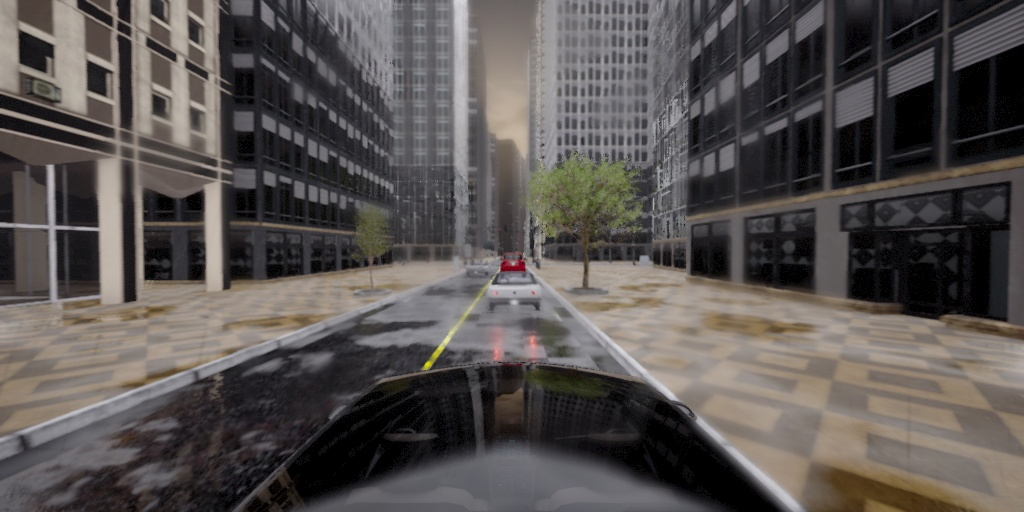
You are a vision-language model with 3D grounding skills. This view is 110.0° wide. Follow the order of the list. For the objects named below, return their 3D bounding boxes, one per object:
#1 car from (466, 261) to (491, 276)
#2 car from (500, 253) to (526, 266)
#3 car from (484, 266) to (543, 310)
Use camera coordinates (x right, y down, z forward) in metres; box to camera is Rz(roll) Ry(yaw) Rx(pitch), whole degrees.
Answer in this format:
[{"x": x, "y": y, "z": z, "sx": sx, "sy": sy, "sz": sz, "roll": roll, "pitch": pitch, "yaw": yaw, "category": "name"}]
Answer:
[{"x": -3.016, "y": 1.092, "z": 32.833, "sx": 1.895, "sy": 1.301, "sz": 4.718, "roll": 0, "pitch": 0, "yaw": 0, "category": "car"}, {"x": 0.099, "y": 0.718, "z": 32.064, "sx": 2.150, "sy": 2.045, "sz": 5.566, "roll": 0, "pitch": 0, "yaw": 0, "category": "car"}, {"x": 0.100, "y": 1.245, "z": 14.074, "sx": 1.895, "sy": 1.301, "sz": 4.718, "roll": 0, "pitch": 0, "yaw": 0, "category": "car"}]
